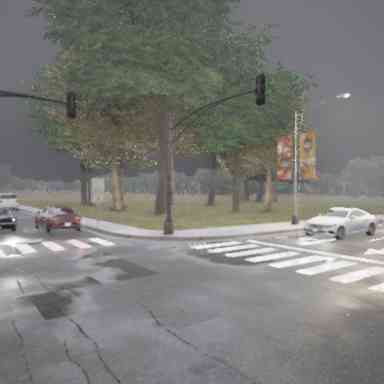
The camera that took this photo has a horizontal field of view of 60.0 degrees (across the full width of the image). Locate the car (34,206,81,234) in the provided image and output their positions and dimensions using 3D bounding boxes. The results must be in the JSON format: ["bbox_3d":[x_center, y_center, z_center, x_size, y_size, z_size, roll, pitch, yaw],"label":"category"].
[{"bbox_3d":[-7.779,1.511,19.201,1.812,1.442,4.674,0,0,-35],"label":"car"}]

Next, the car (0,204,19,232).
[{"bbox_3d":[-11.470,1.576,19.313,1.895,1.301,4.718,0,0,-36],"label":"car"}]

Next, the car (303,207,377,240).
[{"bbox_3d":[7.755,1.541,17.196,4.674,1.442,1.812,0,0,-35],"label":"car"}]

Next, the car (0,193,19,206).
[{"bbox_3d":[-21.587,1.180,38.602,2.150,2.045,5.566,0,0,-35],"label":"car"}]
